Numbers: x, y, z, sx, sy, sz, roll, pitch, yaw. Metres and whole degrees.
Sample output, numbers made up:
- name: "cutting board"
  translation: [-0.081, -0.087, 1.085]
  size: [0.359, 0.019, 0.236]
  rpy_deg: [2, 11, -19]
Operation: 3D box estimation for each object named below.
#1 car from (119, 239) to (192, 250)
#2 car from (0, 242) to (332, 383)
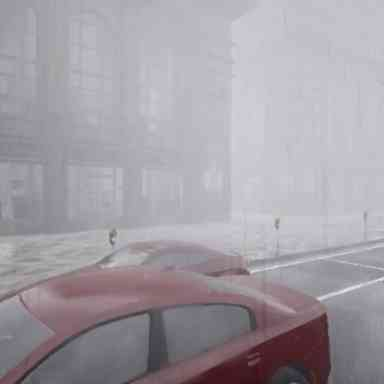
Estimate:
- name: "car"
  translation: [-0.753, 1.583, 6.108]
  size: [4.206, 1.307, 1.802]
  rpy_deg: [0, 0, -36]
- name: "car"
  translation: [-0.894, 1.478, 2.741]
  size: [5.008, 1.535, 1.882]
  rpy_deg: [0, 0, -36]
